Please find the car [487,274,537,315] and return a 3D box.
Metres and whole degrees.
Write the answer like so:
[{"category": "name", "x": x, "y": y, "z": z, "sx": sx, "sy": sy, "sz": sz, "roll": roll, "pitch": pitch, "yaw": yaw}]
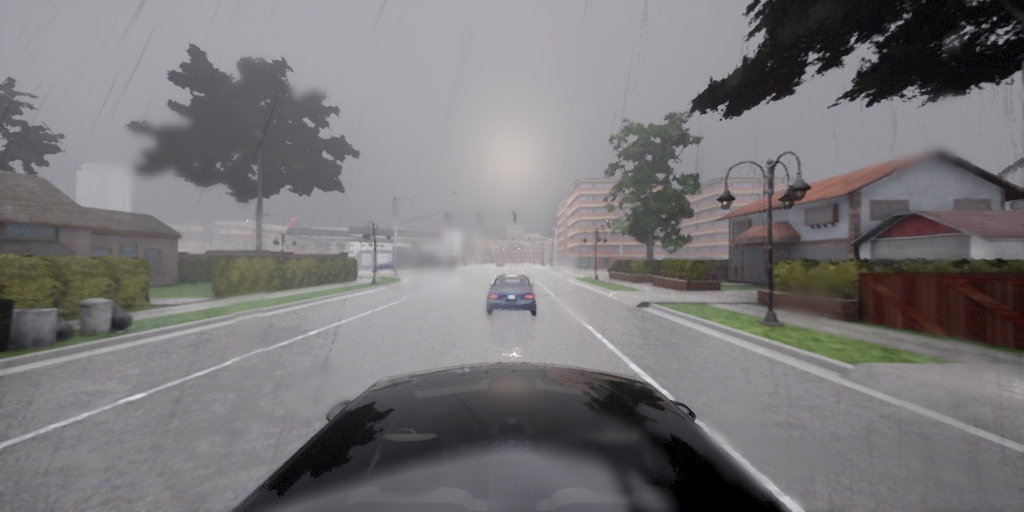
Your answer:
[{"category": "car", "x": 0.010, "y": 1.433, "z": 14.346, "sx": 2.033, "sy": 1.411, "sz": 5.357, "roll": 0, "pitch": -1, "yaw": 0}]
